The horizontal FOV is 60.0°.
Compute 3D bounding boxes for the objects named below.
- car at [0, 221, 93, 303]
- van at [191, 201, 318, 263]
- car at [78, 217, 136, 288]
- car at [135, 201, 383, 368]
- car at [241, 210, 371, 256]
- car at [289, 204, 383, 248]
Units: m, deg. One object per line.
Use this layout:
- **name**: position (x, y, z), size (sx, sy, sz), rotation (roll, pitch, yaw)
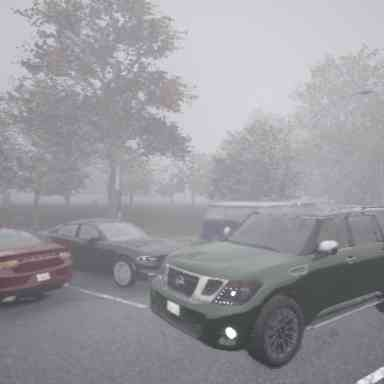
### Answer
- **car**: position (-4.859, 1.487, 7.733), size (5.008, 1.535, 2.097), rotation (-1, -1, 34)
- **van**: position (2.333, 1.359, 12.930), size (4.442, 1.987, 1.878), rotation (-1, -1, 35)
- **car**: position (-2.438, 1.520, 9.467), size (5.008, 1.535, 2.097), rotation (-1, -1, 35)
- **car**: position (2.009, 1.273, 6.179), size (5.566, 2.045, 2.150), rotation (1, 0, -35)
- **car**: position (4.876, 1.617, 14.559), size (5.008, 1.535, 2.097), rotation (-1, -2, 35)
- **car**: position (7.352, 1.525, 16.206), size (4.553, 1.767, 2.185), rotation (-1, -1, 36)
